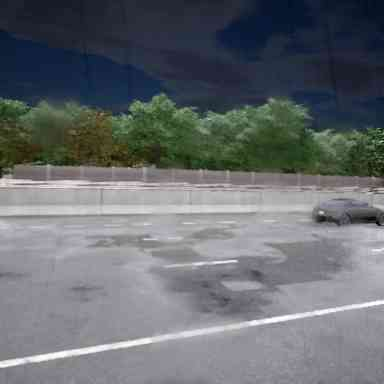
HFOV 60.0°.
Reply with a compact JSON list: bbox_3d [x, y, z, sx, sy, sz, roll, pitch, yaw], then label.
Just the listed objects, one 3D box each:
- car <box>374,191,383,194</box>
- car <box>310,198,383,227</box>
[{"bbox_3d":[29.236,0.264,49.090,4.718,1.301,1.895,1,3,-22],"label":"car"},{"bbox_3d":[8.455,1.035,17.759,4.181,1.385,1.994,1,3,-22],"label":"car"}]
